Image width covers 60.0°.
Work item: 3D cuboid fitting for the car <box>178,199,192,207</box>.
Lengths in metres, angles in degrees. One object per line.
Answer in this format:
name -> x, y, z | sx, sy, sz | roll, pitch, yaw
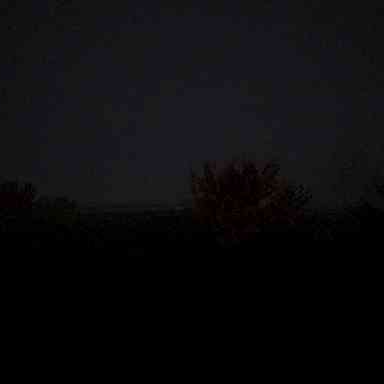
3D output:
car -> -0.485, 2.026, 60.575 | 2.128, 1.511, 4.902 | -1, -1, 36
